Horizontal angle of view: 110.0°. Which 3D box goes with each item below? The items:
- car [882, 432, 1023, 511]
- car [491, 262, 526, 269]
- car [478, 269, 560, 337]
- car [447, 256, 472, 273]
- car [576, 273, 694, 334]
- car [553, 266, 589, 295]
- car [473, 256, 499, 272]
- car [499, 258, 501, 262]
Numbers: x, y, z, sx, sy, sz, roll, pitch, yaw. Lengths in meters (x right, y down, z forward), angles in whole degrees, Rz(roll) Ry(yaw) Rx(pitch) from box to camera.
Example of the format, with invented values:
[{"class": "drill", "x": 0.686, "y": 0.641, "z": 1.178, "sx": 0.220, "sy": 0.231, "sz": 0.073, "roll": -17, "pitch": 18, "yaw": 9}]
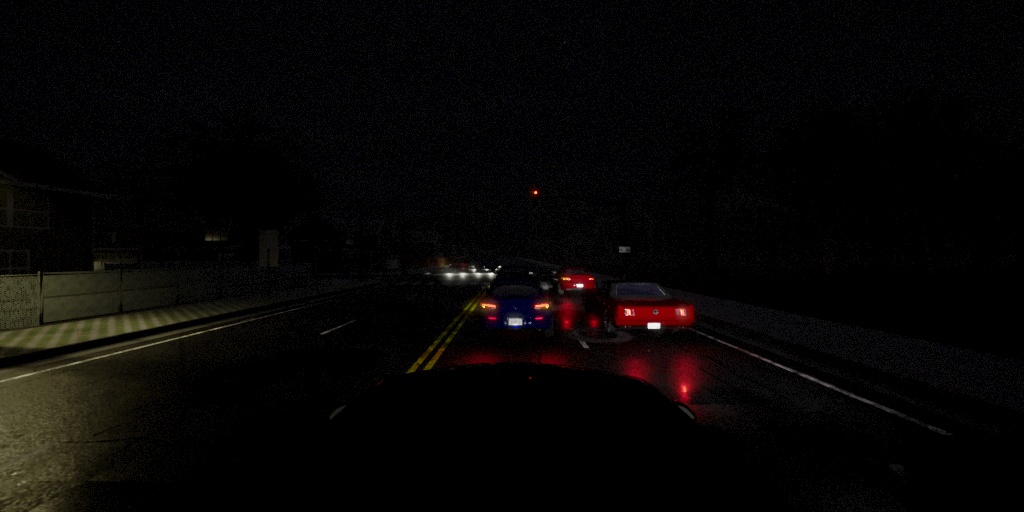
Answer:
[{"class": "car", "x": 3.347, "y": 1.351, "z": 0.145, "sx": 1.895, "sy": 1.301, "sz": 4.718, "roll": 0, "pitch": 0, "yaw": 0}, {"class": "car", "x": 0.071, "y": 1.254, "z": 19.404, "sx": 1.837, "sy": 1.490, "sz": 4.892, "roll": 0, "pitch": 0, "yaw": 0}, {"class": "car", "x": 0.089, "y": 1.275, "z": 10.143, "sx": 1.812, "sy": 1.442, "sz": 4.674, "roll": 0, "pitch": 0, "yaw": 0}, {"class": "car", "x": -6.562, "y": 1.093, "z": 43.992, "sx": 2.097, "sy": 1.767, "sz": 4.553, "roll": 0, "pitch": 0, "yaw": 0}, {"class": "car", "x": 3.342, "y": 1.351, "z": 10.623, "sx": 1.895, "sy": 1.301, "sz": 4.718, "roll": 0, "pitch": 0, "yaw": 0}, {"class": "car", "x": 3.324, "y": 1.275, "z": 19.731, "sx": 1.812, "sy": 1.442, "sz": 4.674, "roll": 0, "pitch": 0, "yaw": 0}, {"class": "car", "x": -3.300, "y": 0.961, "z": 46.111, "sx": 2.150, "sy": 2.045, "sz": 5.566, "roll": 0, "pitch": 0, "yaw": 1}, {"class": "car", "x": -3.294, "y": 1.277, "z": 57.528, "sx": 2.033, "sy": 1.411, "sz": 5.357, "roll": 0, "pitch": 0, "yaw": 0}]
